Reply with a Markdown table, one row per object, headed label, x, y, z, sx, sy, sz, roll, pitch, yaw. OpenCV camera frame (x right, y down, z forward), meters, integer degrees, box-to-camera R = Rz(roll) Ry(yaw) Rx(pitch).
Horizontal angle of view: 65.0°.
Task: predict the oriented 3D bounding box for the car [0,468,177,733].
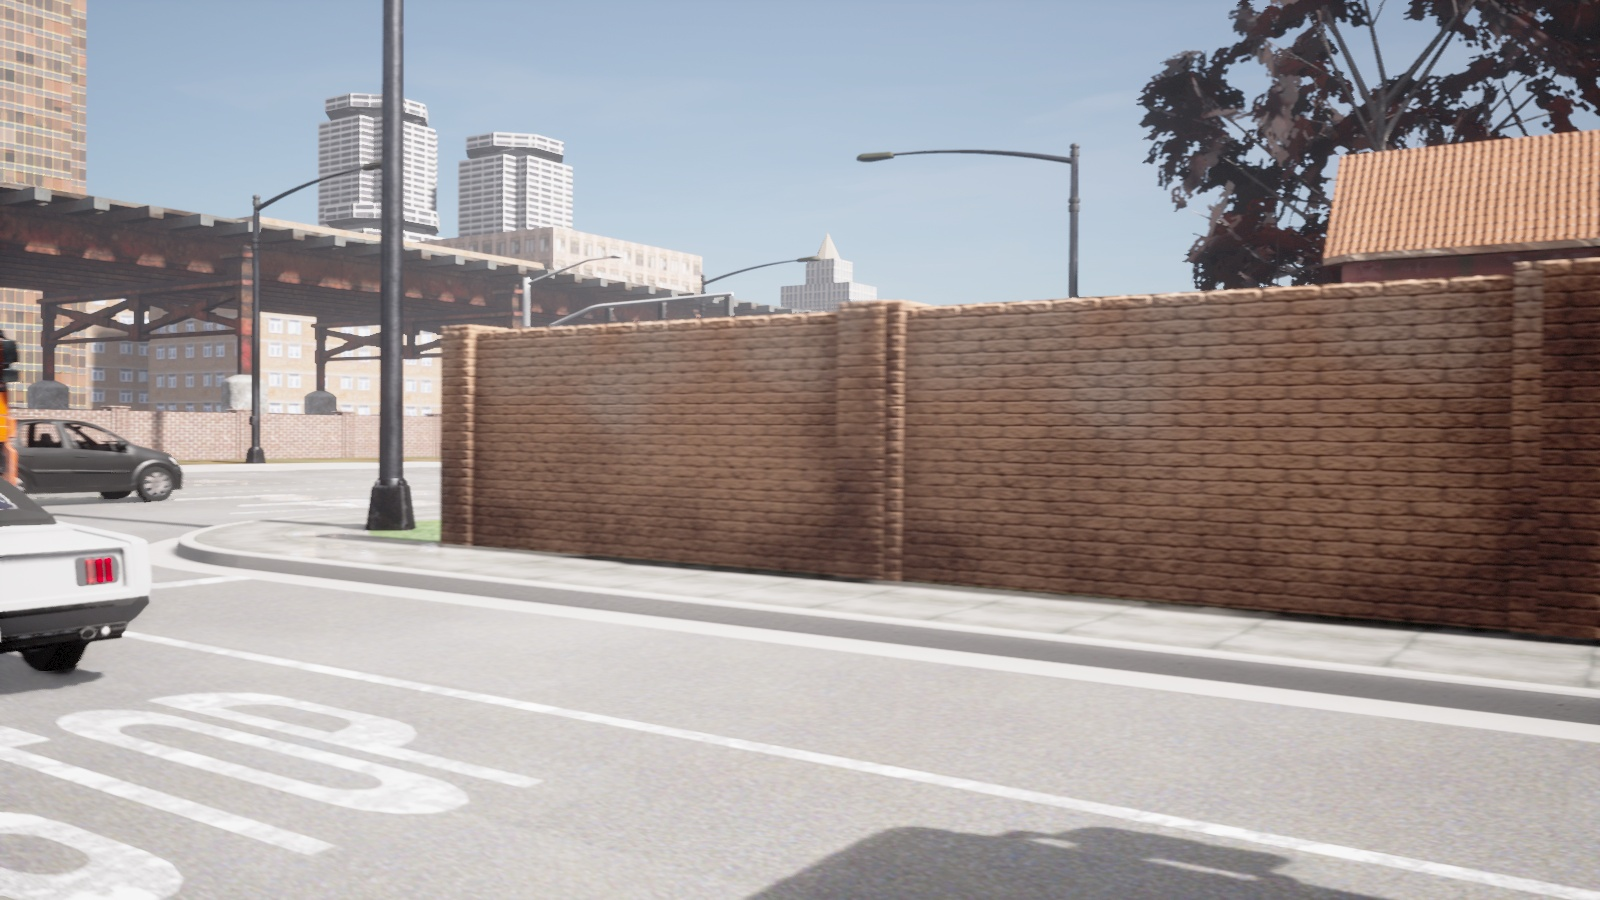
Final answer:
| label | x | y | z | sx | sy | sz | roll | pitch | yaw |
| --- | --- | --- | --- | --- | --- | --- | --- | --- | --- |
| car | -6.033 | 0.782 | 7.634 | 4.718 | 1.301 | 1.895 | 0 | 1 | 34 |

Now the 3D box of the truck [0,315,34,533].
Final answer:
| label | x | y | z | sx | sy | sz | roll | pitch | yaw |
| --- | --- | --- | --- | --- | --- | --- | --- | --- | --- |
| truck | -13.798 | -0.356 | 16.896 | 2.891 | 3.462 | 7.936 | -1 | 1 | -7 |

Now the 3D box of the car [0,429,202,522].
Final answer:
| label | x | y | z | sx | sy | sz | roll | pitch | yaw |
| --- | --- | --- | --- | --- | --- | --- | --- | --- | --- |
| car | -13.890 | 0.427 | 24.053 | 1.851 | 1.617 | 3.988 | 0 | 1 | 34 |
